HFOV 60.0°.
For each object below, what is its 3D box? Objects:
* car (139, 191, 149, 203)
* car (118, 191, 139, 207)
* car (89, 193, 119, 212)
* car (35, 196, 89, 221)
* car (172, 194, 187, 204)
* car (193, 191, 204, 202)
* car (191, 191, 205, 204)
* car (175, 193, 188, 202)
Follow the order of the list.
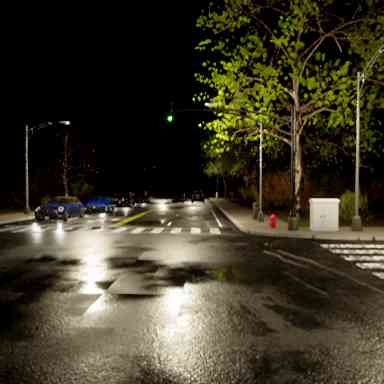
[{"bbox_3d":[-8.733,0.825,57.006,2.150,2.045,5.566,0,1,2],"label":"car"},{"bbox_3d":[-9.091,0.903,44.748,2.150,2.045,5.566,0,0,1],"label":"car"},{"bbox_3d":[-9.346,1.214,34.474,1.882,1.535,5.008,0,0,1],"label":"car"},{"bbox_3d":[-9.597,1.141,24.388,2.097,1.767,4.553,0,0,2],"label":"car"},{"bbox_3d":[-2.264,1.185,54.607,2.033,1.411,5.357,0,0,1],"label":"car"},{"bbox_3d":[1.242,0.802,64.970,2.150,2.045,5.566,0,0,1],"label":"car"},{"bbox_3d":[0.995,0.994,54.912,2.097,1.767,4.553,0,0,1],"label":"car"},{"bbox_3d":[-2.008,1.066,65.023,2.128,1.511,4.902,0,0,1],"label":"car"}]
